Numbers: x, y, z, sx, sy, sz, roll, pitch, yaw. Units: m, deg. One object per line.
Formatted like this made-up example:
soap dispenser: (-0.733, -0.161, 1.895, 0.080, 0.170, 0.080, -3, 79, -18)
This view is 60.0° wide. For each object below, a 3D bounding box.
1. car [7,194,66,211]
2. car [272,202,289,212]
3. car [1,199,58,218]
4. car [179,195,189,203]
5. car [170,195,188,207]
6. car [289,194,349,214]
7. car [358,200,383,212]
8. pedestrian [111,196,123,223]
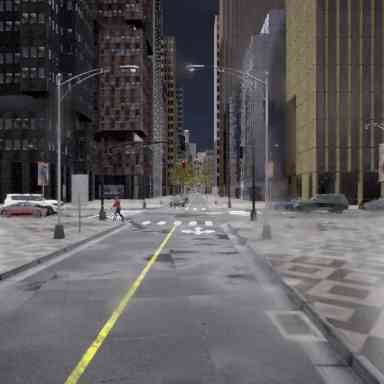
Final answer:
car: (-15.420, 1.209, 32.693, 5.566, 2.045, 2.150, 0, 0, 1)
car: (11.803, 1.600, 38.805, 4.718, 1.301, 1.895, 0, 0, 1)
car: (-14.500, 1.557, 29.425, 4.181, 1.385, 1.994, 0, 0, 1)
car: (-1.740, 1.493, 71.971, 1.837, 1.490, 4.892, 0, 0, 1)
car: (-2.183, 1.347, 50.569, 2.097, 1.767, 4.553, 0, 0, 1)
car: (13.723, 1.230, 35.511, 5.566, 2.045, 2.150, 0, 0, 1)
car: (21.664, 1.575, 38.591, 4.181, 1.385, 1.994, 0, 0, 1)
pedestrian: (-5.051, 1.139, 22.521, 0.375, 1.860, 0.375, 0, 0, 1)
